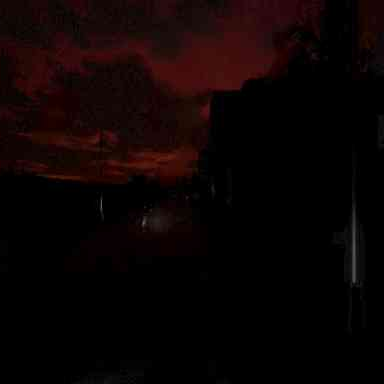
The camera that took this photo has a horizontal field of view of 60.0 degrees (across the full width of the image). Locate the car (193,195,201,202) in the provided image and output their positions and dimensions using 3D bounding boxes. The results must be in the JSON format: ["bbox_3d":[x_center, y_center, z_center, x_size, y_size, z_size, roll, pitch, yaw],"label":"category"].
[{"bbox_3d":[1.199,1.424,78.021,1.801,1.575,5.366,0,0,0],"label":"car"}]

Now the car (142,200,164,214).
[{"bbox_3d":[-4.097,1.586,35.574,1.895,1.301,4.718,0,0,0],"label":"car"}]

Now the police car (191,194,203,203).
[{"bbox_3d":[1.187,1.392,67.943,1.930,1.638,5.238,0,0,0],"label":"police car"}]

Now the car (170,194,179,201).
[{"bbox_3d":[-4.001,1.253,77.776,1.882,1.535,5.008,0,0,0],"label":"car"}]
